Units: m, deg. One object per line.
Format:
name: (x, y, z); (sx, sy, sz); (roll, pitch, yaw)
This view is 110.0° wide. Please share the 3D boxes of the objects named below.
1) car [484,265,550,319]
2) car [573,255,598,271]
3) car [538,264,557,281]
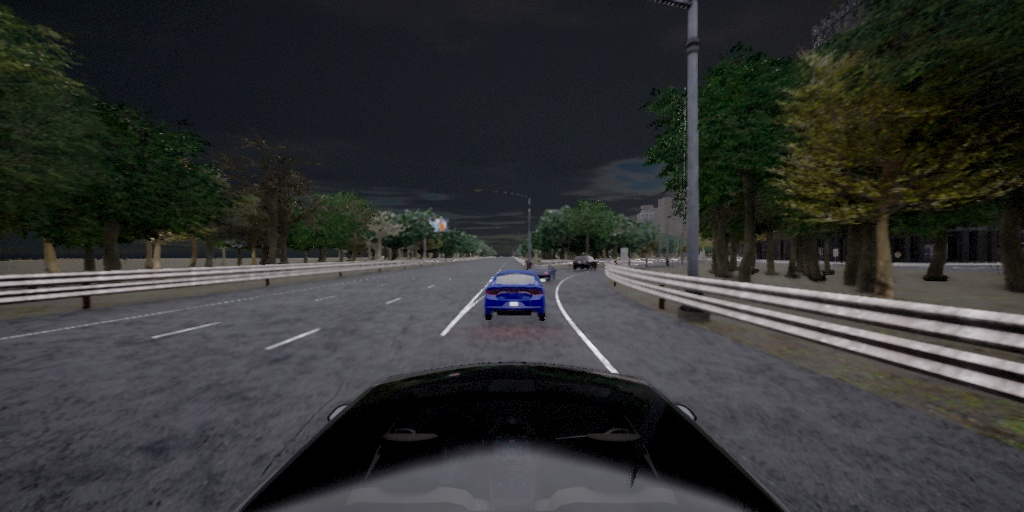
car: (0.185, 1.234, 12.760); (1.882, 1.535, 5.008); (0, 0, 3)
car: (10.040, 0.919, 48.967); (2.150, 2.045, 5.566); (0, 0, 28)
car: (2.545, 1.323, 29.450); (1.895, 1.301, 4.718); (0, 0, 14)
